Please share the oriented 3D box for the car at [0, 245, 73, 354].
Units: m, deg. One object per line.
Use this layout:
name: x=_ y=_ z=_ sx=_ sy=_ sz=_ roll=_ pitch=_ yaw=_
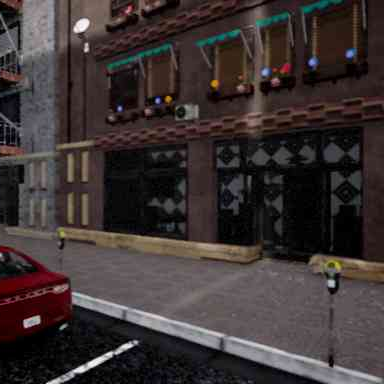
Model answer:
car: x=-3.914 y=1.575 z=5.653 sx=4.507 sy=1.381 sz=1.887 roll=0 pitch=0 yaw=35
